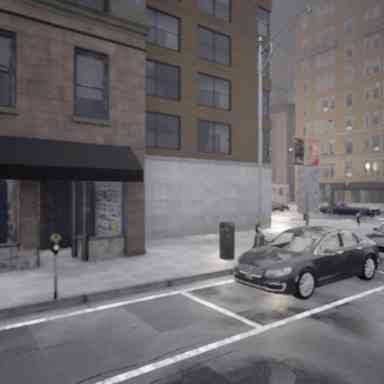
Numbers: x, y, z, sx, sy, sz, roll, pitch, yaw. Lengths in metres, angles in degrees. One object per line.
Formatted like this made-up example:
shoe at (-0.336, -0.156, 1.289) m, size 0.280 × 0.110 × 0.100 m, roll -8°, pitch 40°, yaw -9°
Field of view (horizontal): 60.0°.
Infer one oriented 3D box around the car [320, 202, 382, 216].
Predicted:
car at (13.963, 1.566, 29.385) m, size 1.895 × 1.301 × 4.718 m, roll 0°, pitch 0°, yaw -36°

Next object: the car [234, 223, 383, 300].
car at (2.993, 1.560, 8.323) m, size 4.403 × 1.369 × 2.008 m, roll 0°, pitch 0°, yaw -35°

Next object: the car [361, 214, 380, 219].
car at (7.603, 1.582, 11.611) m, size 4.313 × 1.339 × 1.947 m, roll 0°, pitch 0°, yaw -35°

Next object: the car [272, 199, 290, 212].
car at (8.294, 1.467, 37.260) m, size 2.033 × 1.411 × 5.357 m, roll 0°, pitch 0°, yaw -36°
